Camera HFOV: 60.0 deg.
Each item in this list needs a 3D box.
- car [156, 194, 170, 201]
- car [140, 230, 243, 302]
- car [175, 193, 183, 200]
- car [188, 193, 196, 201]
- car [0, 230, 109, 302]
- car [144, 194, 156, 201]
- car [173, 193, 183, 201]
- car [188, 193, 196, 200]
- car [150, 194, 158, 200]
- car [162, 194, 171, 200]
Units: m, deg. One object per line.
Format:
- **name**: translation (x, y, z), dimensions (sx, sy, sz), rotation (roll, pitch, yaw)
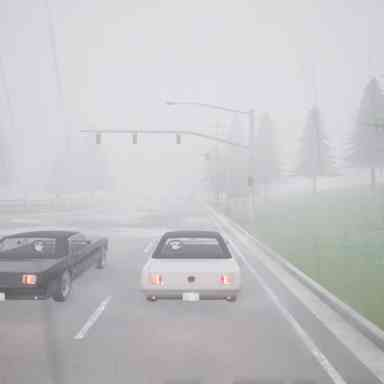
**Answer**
- **car**: translation (-7.062, 1.516, 82.053), dimensions (2.128, 1.511, 4.902), rotation (0, 0, 0)
- **car**: translation (0.007, 1.601, 8.222), dimensions (1.895, 1.301, 4.718), rotation (0, 0, 0)
- **car**: translation (-3.570, 1.187, 92.446), dimensions (2.097, 1.767, 4.553), rotation (0, 0, 0)
- **car**: translation (-0.062, 1.516, 82.059), dimensions (2.128, 1.511, 4.902), rotation (0, 0, 0)
- **car**: translation (-3.493, 1.601, 8.219), dimensions (1.895, 1.301, 4.718), rotation (0, 0, 0)
- **car**: translation (-10.562, 1.587, 82.498), dimensions (1.895, 1.301, 4.718), rotation (0, 0, 0)
- **car**: translation (-3.562, 1.347, 82.443), dimensions (2.097, 1.767, 4.553), rotation (0, 0, 0)
- **car**: translation (-0.070, 1.187, 92.449), dimensions (2.097, 1.767, 4.553), rotation (0, 0, 0)
- **car**: translation (-10.570, 1.356, 92.471), dimensions (1.812, 1.442, 4.674), rotation (0, 0, 0)
- **car**: translation (-7.070, 1.372, 92.473), dimensions (2.033, 1.411, 5.357), rotation (0, 0, 0)
